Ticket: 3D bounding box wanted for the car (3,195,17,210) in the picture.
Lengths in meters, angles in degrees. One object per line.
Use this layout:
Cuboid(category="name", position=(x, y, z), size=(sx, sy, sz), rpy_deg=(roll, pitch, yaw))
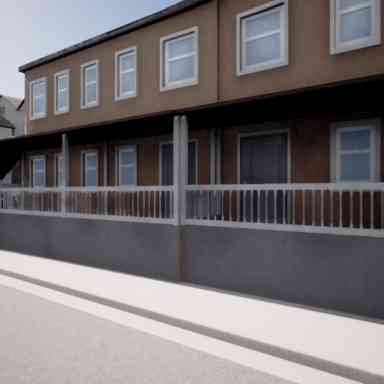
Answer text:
Cuboid(category="car", position=(-15.560, 1.056, 28.146), size=(1.994, 1.385, 4.181), rpy_deg=(0, 14, 35))
